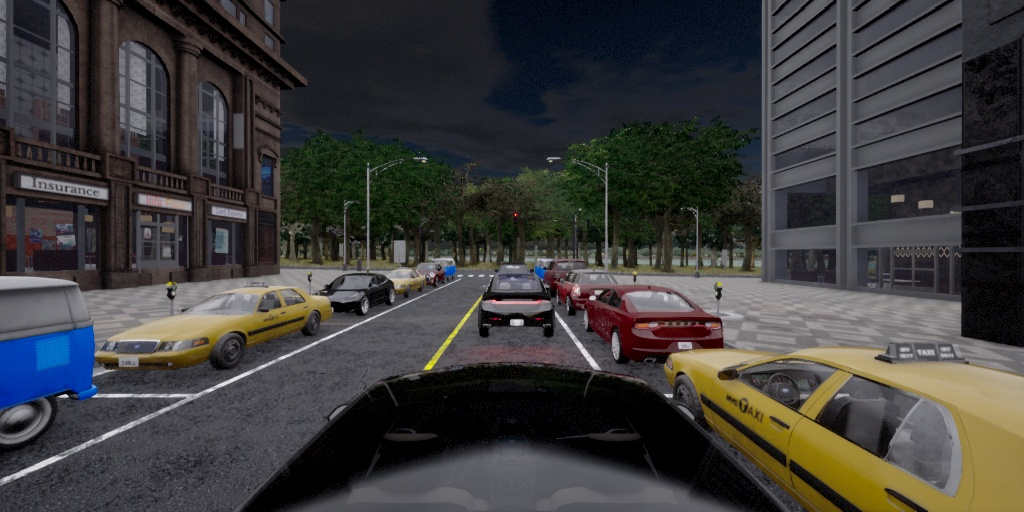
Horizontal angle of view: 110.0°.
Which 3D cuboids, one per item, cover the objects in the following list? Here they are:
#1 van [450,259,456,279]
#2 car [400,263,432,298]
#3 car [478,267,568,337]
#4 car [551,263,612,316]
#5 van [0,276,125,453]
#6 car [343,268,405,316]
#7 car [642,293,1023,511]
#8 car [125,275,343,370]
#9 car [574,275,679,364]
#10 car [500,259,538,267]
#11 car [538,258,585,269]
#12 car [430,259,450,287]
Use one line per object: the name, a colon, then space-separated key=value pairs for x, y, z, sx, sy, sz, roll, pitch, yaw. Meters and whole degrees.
van: x=-5.729 y=1.095 z=29.716 sx=1.690 sy=1.789 sz=3.998 roll=0 pitch=0 yaw=0
car: x=-5.743 y=1.277 z=18.671 sx=1.751 sy=1.417 sz=4.829 roll=0 pitch=0 yaw=0
car: x=0.111 y=1.242 z=10.269 sx=2.128 sy=1.511 sz=4.902 roll=0 pitch=0 yaw=0
car: x=2.776 y=1.190 z=13.393 sx=1.967 sy=1.591 sz=4.097 roll=0 pitch=0 yaw=0
van: x=-5.762 y=1.091 z=2.529 sx=1.690 sy=1.789 sz=3.998 roll=0 pitch=0 yaw=0
car: x=-5.749 y=1.316 z=13.403 sx=1.948 sy=1.339 sz=4.313 roll=0 pitch=0 yaw=0
car: x=2.763 y=1.275 z=2.688 sx=1.751 sy=1.417 sz=4.829 roll=0 pitch=0 yaw=0
car: x=-5.756 y=1.275 z=7.796 sx=1.751 sy=1.417 sz=4.829 roll=0 pitch=0 yaw=0
car: x=2.769 y=1.295 z=7.956 sx=1.888 sy=1.381 sz=4.507 roll=0 pitch=0 yaw=0
car: x=0.122 y=1.104 z=19.234 sx=2.097 sy=1.767 sz=4.553 roll=0 pitch=0 yaw=1
car: x=2.783 y=1.066 z=18.831 sx=2.192 sy=1.841 sz=5.009 roll=0 pitch=0 yaw=0
car: x=-5.736 y=1.192 z=24.278 sx=1.967 sy=1.591 sz=4.097 roll=0 pitch=0 yaw=0
